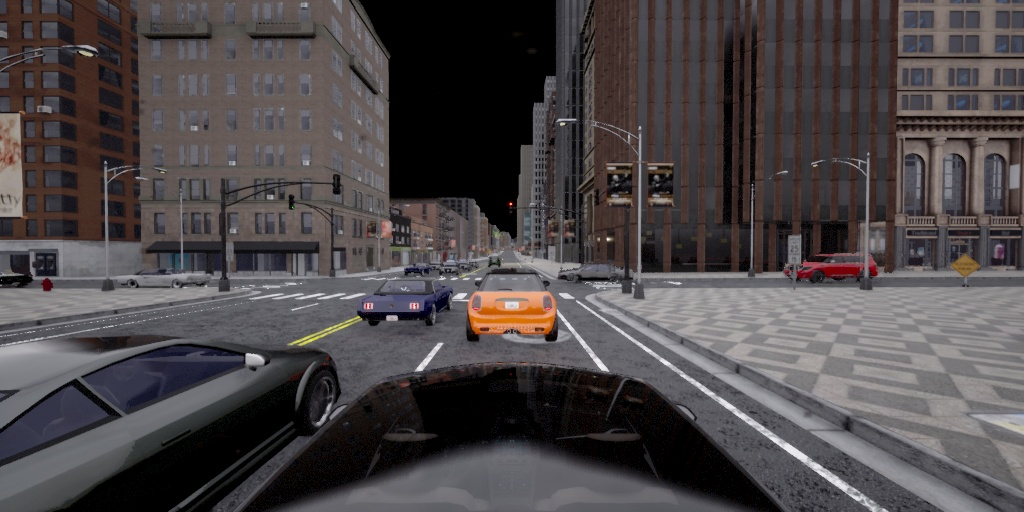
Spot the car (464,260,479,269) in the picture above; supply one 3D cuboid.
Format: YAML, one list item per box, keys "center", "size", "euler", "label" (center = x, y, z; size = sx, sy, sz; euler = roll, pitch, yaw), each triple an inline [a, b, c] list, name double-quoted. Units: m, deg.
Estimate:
- center: [-6.578, 1.343, 58.942]
  size: [1.994, 1.385, 4.181]
  euler: [0, 0, 0]
  label: "car"

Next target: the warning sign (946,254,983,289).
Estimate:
- center: [25.178, 0.827, 19.909]
  size: [1.060, 1.860, 1.300]
  euler: [0, 0, 0]
  label: "warning sign"

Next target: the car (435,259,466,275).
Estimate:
- center: [-6.598, 1.331, 38.894]
  size: [1.994, 1.385, 4.181]
  euler: [0, 0, 0]
  label: "car"

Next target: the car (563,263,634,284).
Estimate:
- center: [6.101, 1.232, 26.283]
  size: [5.357, 1.411, 2.033]
  euler: [0, 1, 10]
  label: "car"

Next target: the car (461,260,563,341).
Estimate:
- center: [0.010, 1.101, 10.005]
  size: [2.097, 1.767, 4.553]
  euler: [0, 0, 0]
  label: "car"

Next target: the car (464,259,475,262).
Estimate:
- center: [-6.597, 1.339, 48.853]
  size: [1.994, 1.385, 4.181]
  euler: [0, 0, 0]
  label: "car"

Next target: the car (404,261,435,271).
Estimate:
- center: [-9.849, 1.367, 37.687]
  size: [1.895, 1.301, 4.718]
  euler: [0, 0, 0]
  label: "car"

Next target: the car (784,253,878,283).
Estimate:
- center: [22.780, 0.843, 25.703]
  size: [5.566, 2.045, 2.150]
  euler: [0, 1, 0]
  label: "car"

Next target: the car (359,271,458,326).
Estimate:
- center: [-3.149, 1.351, 11.657]
  size: [1.895, 1.301, 4.718]
  euler: [0, 0, 0]
  label: "car"

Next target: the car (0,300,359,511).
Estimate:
- center: [-3.158, 1.314, 2.838]
  size: [1.994, 1.385, 4.181]
  euler: [0, 0, 1]
  label: "car"

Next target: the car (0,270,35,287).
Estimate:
- center: [-35.018, 1.488, 23.737]
  size: [4.718, 1.301, 1.895]
  euler: [0, 1, 0]
  label: "car"

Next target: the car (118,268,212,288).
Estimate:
- center: [-22.754, 1.446, 23.639]
  size: [4.718, 1.301, 1.895]
  euler: [0, 1, 1]
  label: "car"
